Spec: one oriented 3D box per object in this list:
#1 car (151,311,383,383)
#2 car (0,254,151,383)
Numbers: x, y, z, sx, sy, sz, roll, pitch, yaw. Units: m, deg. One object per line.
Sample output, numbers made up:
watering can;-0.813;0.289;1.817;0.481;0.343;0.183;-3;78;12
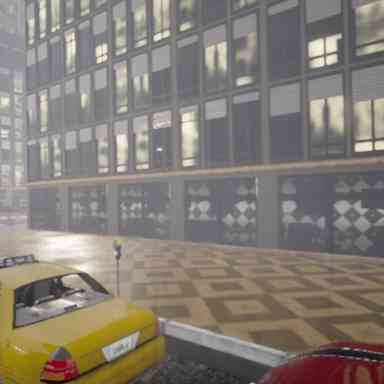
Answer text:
car;2.025;1.430;1.448;4.097;1.590;1.967;-1;-1;36
car;-2.606;1.579;4.759;4.829;1.417;1.752;-1;-1;36
